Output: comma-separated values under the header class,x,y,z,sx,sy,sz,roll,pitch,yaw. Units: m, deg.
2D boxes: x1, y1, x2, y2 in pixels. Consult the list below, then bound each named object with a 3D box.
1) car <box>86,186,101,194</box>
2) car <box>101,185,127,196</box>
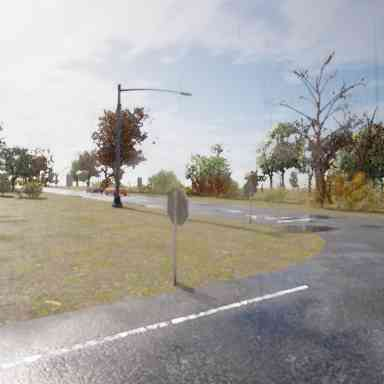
class,x,y,z,sx,sy,sz,roll,pitch,yaw
car,-17.558,-0.404,59.878,1.895,1.301,4.718,0,2,-35
car,-11.954,-0.342,52.010,2.097,1.767,4.553,0,2,-35
